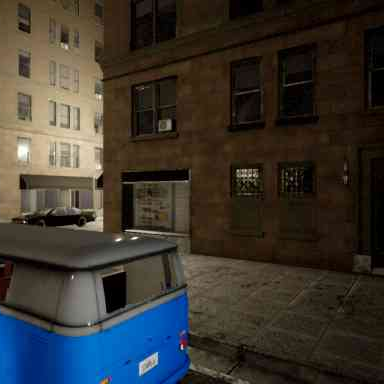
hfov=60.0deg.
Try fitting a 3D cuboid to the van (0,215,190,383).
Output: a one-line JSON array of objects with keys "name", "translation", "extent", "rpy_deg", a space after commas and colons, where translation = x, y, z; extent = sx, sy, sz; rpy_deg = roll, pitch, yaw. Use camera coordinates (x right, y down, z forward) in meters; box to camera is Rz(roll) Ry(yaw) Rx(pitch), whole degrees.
[{"name": "van", "translation": [-1.948, 1.341, 4.074], "extent": [3.998, 1.788, 1.690], "rpy_deg": [0, 0, 33]}]

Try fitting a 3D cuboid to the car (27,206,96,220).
[{"name": "car", "translation": [-8.771, 1.626, 21.486], "extent": [2.033, 1.411, 5.357], "rpy_deg": [0, 0, 33]}]
